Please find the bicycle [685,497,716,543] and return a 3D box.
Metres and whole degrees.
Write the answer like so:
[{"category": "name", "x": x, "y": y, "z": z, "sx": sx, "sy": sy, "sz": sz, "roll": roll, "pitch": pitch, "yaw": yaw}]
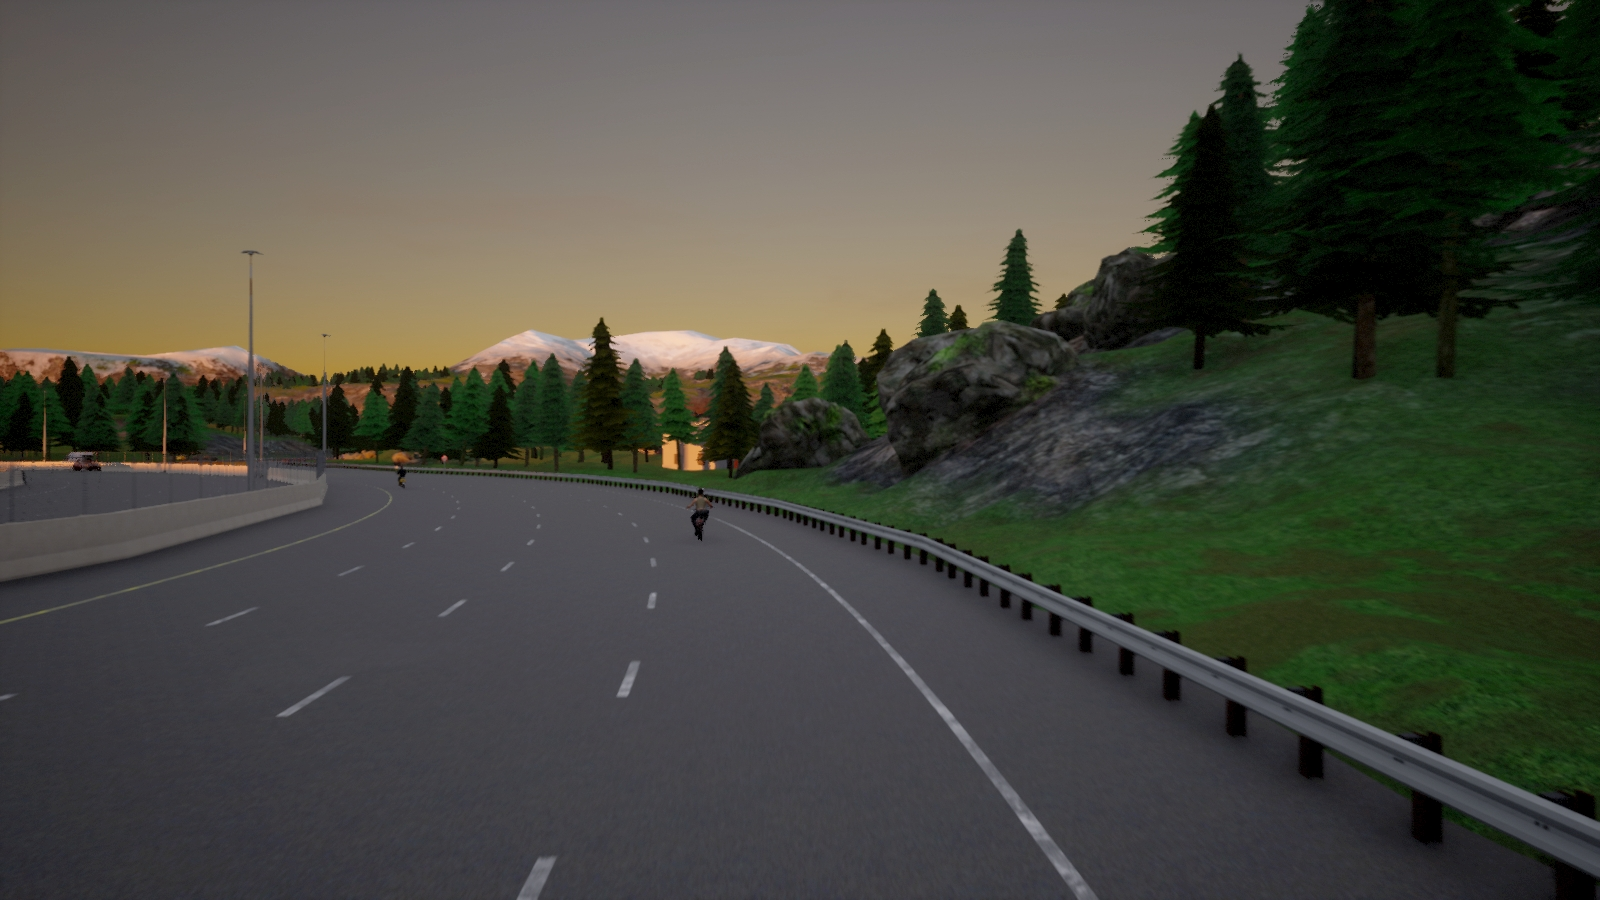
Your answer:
[{"category": "bicycle", "x": -3.088, "y": 2.152, "z": 35.377, "sx": 0.859, "sy": 1.295, "sz": 1.487, "roll": 0, "pitch": 0, "yaw": -10}]
